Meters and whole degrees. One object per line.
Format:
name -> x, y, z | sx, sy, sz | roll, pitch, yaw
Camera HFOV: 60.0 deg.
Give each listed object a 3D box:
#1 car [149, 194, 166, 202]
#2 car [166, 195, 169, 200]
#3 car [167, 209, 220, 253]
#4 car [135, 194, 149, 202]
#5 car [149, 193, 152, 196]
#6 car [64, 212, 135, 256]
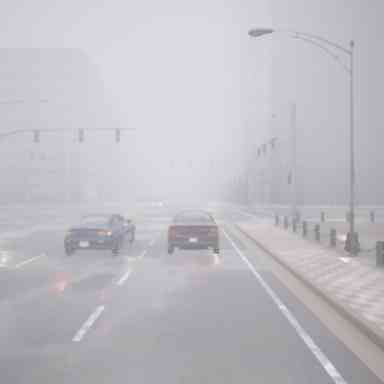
car -> -7.009, 1.431, 68.097 | 1.895, 1.301, 4.718 | 0, 0, 0
car -> -7.011, 1.318, 83.689 | 1.812, 1.442, 4.674 | 0, 0, 0
car -> 0.066, 1.445, 13.541 | 1.882, 1.535, 5.008 | 0, 0, 0
car -> -10.509, 1.431, 68.104 | 1.895, 1.301, 4.718 | 0, 0, 0
car -> -10.511, 1.149, 83.721 | 2.097, 1.767, 4.553 | 0, 0, 0
car -> -3.436, 1.495, 12.950 | 1.812, 1.442, 4.674 | 0, 0, 0
